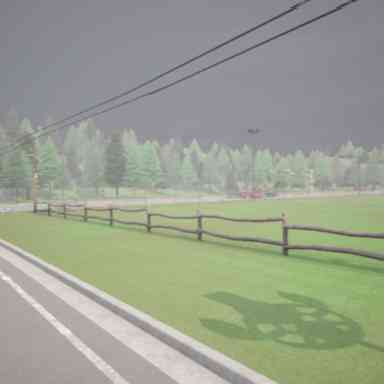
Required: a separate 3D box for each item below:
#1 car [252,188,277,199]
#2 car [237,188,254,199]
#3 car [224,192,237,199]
[{"bbox_3d":[14.799,0.577,65.738,4.902,1.511,2.128,-1,1,-39],"label":"car"},{"bbox_3d":[12.554,0.295,68.424,5.566,2.045,2.150,-1,1,-39],"label":"car"},{"bbox_3d":[8.905,0.702,69.958,4.718,1.301,1.895,-1,1,-39],"label":"car"}]
